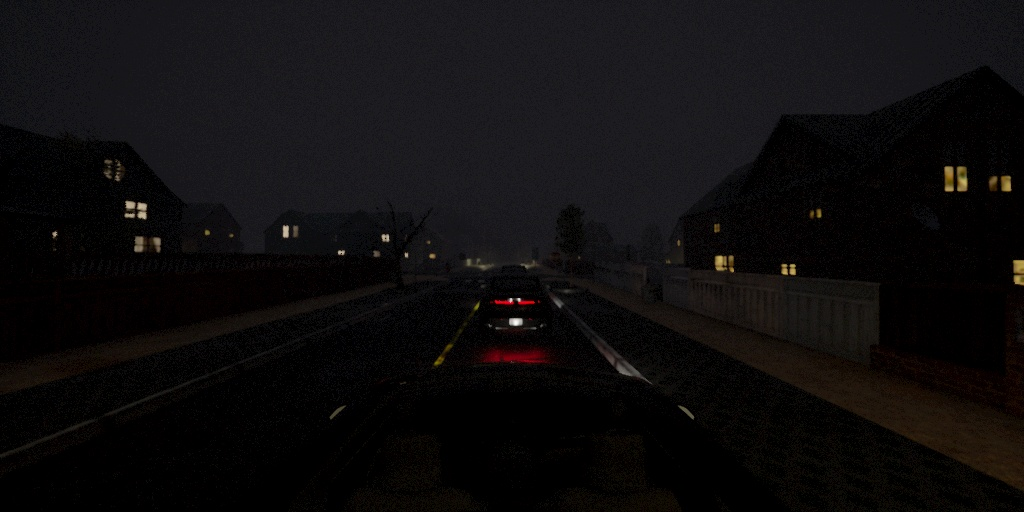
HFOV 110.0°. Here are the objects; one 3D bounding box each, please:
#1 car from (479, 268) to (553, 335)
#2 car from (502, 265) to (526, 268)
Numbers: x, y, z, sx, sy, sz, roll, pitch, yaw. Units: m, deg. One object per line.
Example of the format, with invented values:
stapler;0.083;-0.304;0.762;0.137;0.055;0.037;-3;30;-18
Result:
car;0.095;1.250;10.550;1.837;1.490;4.892;0;0;0
car;0.095;1.252;20.533;1.837;1.490;4.892;0;0;0
